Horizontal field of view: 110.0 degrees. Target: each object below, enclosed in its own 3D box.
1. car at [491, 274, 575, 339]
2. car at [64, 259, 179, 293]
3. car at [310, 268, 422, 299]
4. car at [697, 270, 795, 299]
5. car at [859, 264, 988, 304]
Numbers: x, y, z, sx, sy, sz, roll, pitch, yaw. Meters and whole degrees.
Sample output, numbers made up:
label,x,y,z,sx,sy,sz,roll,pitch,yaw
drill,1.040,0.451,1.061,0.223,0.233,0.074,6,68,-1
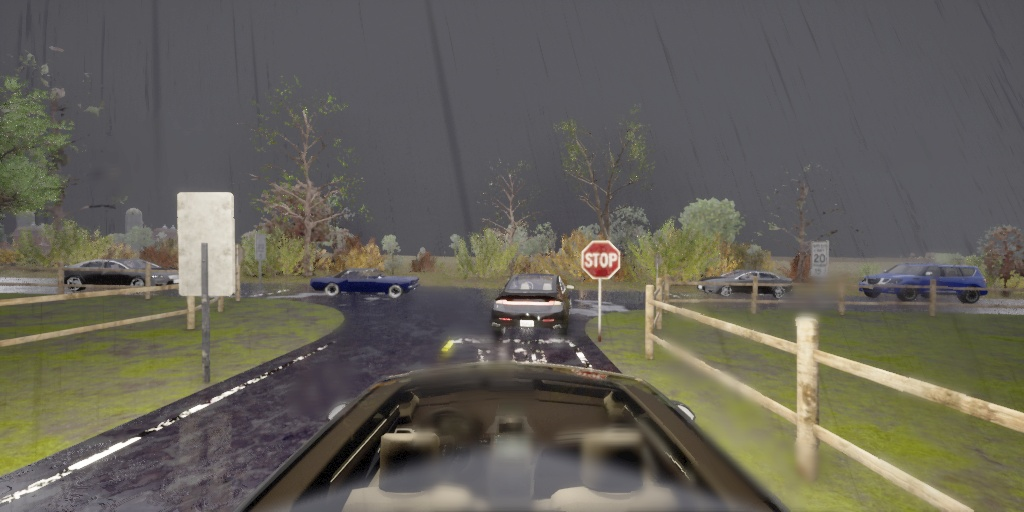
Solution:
label,x,y,z,sx,sy,sz,roll,pitch,yaw
car,0.708,1.240,10.126,2.128,1.511,4.902,0,0,9
car,-18.487,0.885,17.178,4.902,1.511,2.128,1,1,0
car,-6.819,1.248,17.159,4.718,1.301,1.895,1,1,0
car,13.007,1.525,20.082,4.902,1.511,2.128,1,1,0
car,22.903,1.466,20.069,5.566,2.045,2.150,1,1,0
